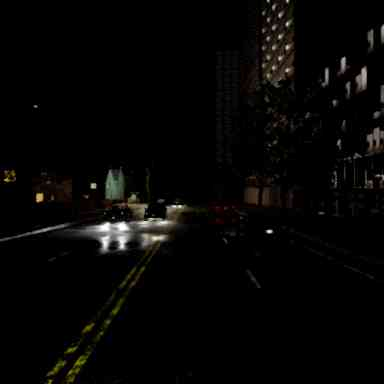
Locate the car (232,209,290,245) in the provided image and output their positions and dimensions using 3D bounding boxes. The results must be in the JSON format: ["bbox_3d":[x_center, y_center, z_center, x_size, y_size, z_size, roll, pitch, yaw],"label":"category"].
[{"bbox_3d":[3.365,1.708,16.442,1.994,1.385,4.181,0,-1,0],"label":"car"}]

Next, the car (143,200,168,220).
[{"bbox_3d":[-3.318,1.785,30.883,1.837,1.490,4.892,0,-1,0],"label":"car"}]

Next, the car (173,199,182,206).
[{"bbox_3d":[-3.183,2.203,72.981,2.128,1.511,4.902,0,-1,0],"label":"car"}]

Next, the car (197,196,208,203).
[{"bbox_3d":[3.335,2.297,92.985,2.097,1.767,4.553,0,-1,0],"label":"car"}]

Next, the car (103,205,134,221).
[{"bbox_3d":[-6.571,1.872,30.019,1.895,1.301,4.718,0,-1,0],"label":"car"}]

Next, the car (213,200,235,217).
[{"bbox_3d":[3.382,1.680,35.757,2.097,1.767,4.553,0,-1,0],"label":"car"}]
